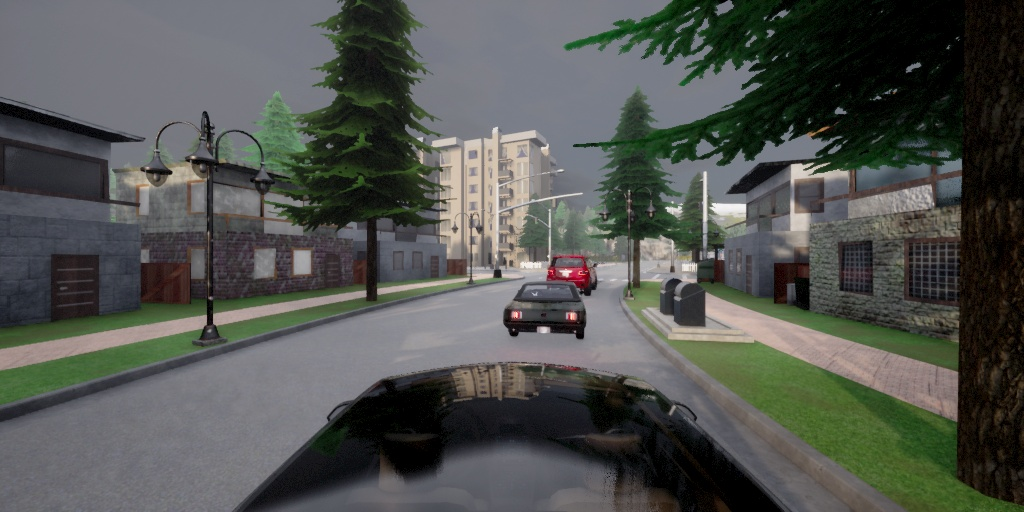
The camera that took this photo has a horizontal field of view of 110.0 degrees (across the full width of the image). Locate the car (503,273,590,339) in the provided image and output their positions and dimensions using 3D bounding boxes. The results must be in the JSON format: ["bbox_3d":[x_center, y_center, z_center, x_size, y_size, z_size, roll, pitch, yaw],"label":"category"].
[{"bbox_3d":[1.073,1.351,10.135,1.895,1.301,4.718,0,0,9],"label":"car"}]

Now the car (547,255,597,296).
[{"bbox_3d":[3.369,0.971,19.631,2.150,2.045,5.566,0,0,18],"label":"car"}]
